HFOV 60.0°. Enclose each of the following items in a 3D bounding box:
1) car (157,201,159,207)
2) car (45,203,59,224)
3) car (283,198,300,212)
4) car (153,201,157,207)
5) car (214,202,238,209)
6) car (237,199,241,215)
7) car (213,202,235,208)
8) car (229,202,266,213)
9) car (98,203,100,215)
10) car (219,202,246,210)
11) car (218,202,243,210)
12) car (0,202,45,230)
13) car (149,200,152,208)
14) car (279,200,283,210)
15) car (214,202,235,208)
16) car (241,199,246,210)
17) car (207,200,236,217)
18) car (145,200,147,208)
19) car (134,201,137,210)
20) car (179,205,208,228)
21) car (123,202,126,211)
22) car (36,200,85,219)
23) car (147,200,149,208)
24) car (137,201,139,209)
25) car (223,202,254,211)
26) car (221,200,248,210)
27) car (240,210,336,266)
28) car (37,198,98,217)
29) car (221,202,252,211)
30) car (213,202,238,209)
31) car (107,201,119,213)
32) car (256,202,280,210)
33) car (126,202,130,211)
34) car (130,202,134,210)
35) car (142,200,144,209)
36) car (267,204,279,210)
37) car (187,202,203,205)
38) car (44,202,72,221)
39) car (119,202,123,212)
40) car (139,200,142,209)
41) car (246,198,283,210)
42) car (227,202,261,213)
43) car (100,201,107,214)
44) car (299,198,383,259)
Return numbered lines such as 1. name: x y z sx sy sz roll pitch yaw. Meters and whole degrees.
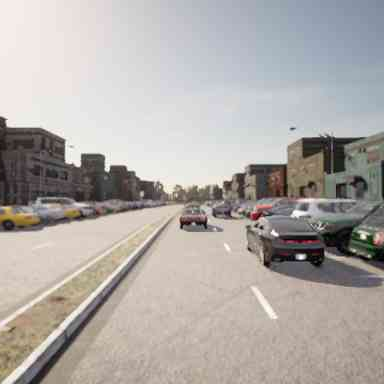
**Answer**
1. car: -12.640 3.616 94.227 4.792 1.488 2.163 0 -2 0
2. car: -12.816 1.729 24.788 4.674 1.452 2.002 0 -1 0
3. car: 7.671 1.363 16.179 5.566 2.045 2.435 0 0 0
4. car: -12.715 3.067 85.902 5.566 2.045 2.435 0 -2 0
5. car: 7.836 3.026 76.804 5.366 1.575 1.946 0 -2 0
6. car: 7.617 1.579 32.711 5.566 2.045 2.435 0 -1 0
7. car: 7.826 3.199 82.316 5.366 1.575 1.946 0 -2 0
8. car: 7.676 2.197 46.481 4.792 1.488 2.163 0 -2 0
9. car: -12.789 1.928 35.771 4.674 1.452 2.002 0 -1 0
10. car: 7.679 2.648 63.017 4.792 1.488 2.163 0 -2 0
11. car: 7.647 2.740 65.810 4.674 1.452 2.002 0 -2 0
12. car: -13.004 1.655 22.019 5.366 1.575 1.946 0 -1 0
13. car: -12.696 3.181 80.213 4.674 1.452 2.002 0 -2 0
14. car: 7.674 1.511 18.933 4.553 1.767 2.185 0 -1 0
15. car: 7.675 3.145 79.558 4.792 1.488 2.163 0 -2 0
16. car: 7.616 1.526 29.954 5.566 2.045 2.435 0 -1 0
17. car: 3.106 1.911 35.953 2.128 1.511 4.902 0 -1 0
18. car: -12.745 2.917 71.881 4.792 1.488 2.163 0 -2 0
19. car: -12.738 2.485 57.993 4.892 1.521 2.231 0 -2 0
20. car: 0.103 1.809 23.798 1.895 1.301 4.718 0 -1 0
21. car: -12.734 2.127 49.670 4.553 1.767 2.185 0 -2 0
22. car: -12.988 1.771 30.220 5.366 1.575 1.946 0 -1 0
23. car: -12.717 2.973 74.660 4.892 1.521 2.231 0 -2 0
24. car: -12.768 2.592 60.769 4.792 1.488 2.163 0 -2 0
25. car: 7.619 2.418 54.751 4.792 1.488 2.163 0 -2 0
26. car: 7.618 2.416 60.266 4.553 1.767 2.185 0 -2 0
27. car: 3.103 1.607 11.878 1.837 1.490 4.892 0 0 0
28. car: -12.768 1.576 33.003 5.566 2.045 2.435 0 -1 0
29. car: 7.643 2.464 57.506 5.008 1.535 2.097 0 -2 0
30. car: 7.466 2.942 74.042 5.366 1.575 1.946 0 -2 0
31. car: -12.779 2.106 44.227 4.892 1.521 2.231 0 -2 0
32. car: 7.638 1.693 24.441 5.008 1.535 2.097 0 -1 0
33. car: -12.727 2.359 52.436 4.792 1.488 2.163 0 -2 0
34. car: -12.756 2.406 55.214 5.008 1.535 2.097 0 -2 0
35. car: -12.733 2.728 66.451 4.892 1.521 2.231 0 -2 0
36. car: 7.672 1.694 21.689 4.792 1.488 2.163 0 -1 0
37. car: 0.106 2.057 41.387 1.837 1.490 4.892 0 -2 0
38. car: -12.805 1.767 27.446 4.674 1.452 2.002 0 -1 0
39. car: -12.953 2.177 47.006 5.366 1.575 1.946 0 -2 0
40. car: -12.727 2.646 63.673 5.008 1.535 2.097 0 -2 0
41. car: 7.616 1.483 27.202 5.566 2.045 2.435 0 -1 0
42. car: 7.645 2.280 49.237 4.674 1.452 2.002 0 -2 0
43. car: -12.753 1.830 38.552 4.553 1.767 2.185 0 -1 0
44. car: 7.614 1.342 13.421 5.566 2.045 2.435 0 0 0
